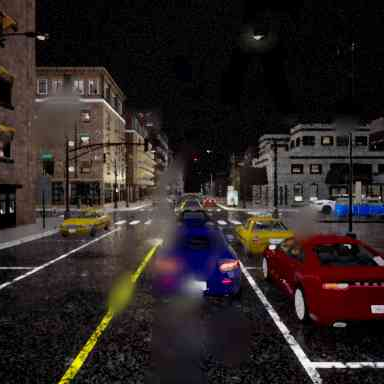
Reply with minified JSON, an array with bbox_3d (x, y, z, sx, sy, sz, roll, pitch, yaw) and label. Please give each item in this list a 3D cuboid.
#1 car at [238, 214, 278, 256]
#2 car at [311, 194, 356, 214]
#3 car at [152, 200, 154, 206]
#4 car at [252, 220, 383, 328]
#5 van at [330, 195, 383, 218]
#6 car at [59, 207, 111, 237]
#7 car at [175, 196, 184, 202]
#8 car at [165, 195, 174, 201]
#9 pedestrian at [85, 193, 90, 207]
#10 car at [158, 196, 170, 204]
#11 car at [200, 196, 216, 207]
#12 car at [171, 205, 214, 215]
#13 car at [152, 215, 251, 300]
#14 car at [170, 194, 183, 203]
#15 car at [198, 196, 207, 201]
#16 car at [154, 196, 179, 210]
[{"bbox_3d":[2.683,1.526,12.867,1.752,1.417,4.829,0,0,0],"label":"car"},{"bbox_3d":[15.477,1.256,34.957,5.566,2.045,2.150,0,0,0],"label":"car"},{"bbox_3d":[-5.708,1.579,56.549,2.008,1.369,4.403,0,0,0],"label":"car"},{"bbox_3d":[2.684,1.544,7.000,1.887,1.381,4.507,0,0,0],"label":"car"},{"bbox_3d":[14.652,1.413,29.163,3.998,1.788,1.690,0,0,0],"label":"van"},{"bbox_3d":[-5.700,1.527,18.226,1.752,1.417,4.829,0,0,0],"label":"car"},{"bbox_3d":[-3.018,1.563,80.834,1.994,1.385,4.181,0,0,0],"label":"car"},{"bbox_3d":[-5.715,1.596,84.862,1.752,1.417,4.829,0,0,0],"label":"car"},{"bbox_3d":[-12.639,1.079,40.276,0.375,1.860,0.375,0,0,0],"label":"pedestrian"},{"bbox_3d":[-5.710,1.594,67.942,2.008,1.369,4.403,0,0,0],"label":"car"},{"bbox_3d":[2.673,1.462,50.866,1.967,1.590,4.097,0,0,0],"label":"car"},{"bbox_3d":[0.097,1.565,16.976,1.994,1.385,4.181,0,0,0],"label":"car"},{"bbox_3d":[0.102,1.525,8.283,1.812,1.442,4.674,0,0,0],"label":"car"},{"bbox_3d":[-3.099,1.516,54.219,2.128,1.511,4.902,0,0,0],"label":"car"},{"bbox_3d":[2.666,1.622,85.046,2.008,1.369,4.403,-1,0,0],"label":"car"},{"bbox_3d":[-3.107,1.545,41.830,2.033,1.411,5.357,0,-1,0],"label":"car"}]
